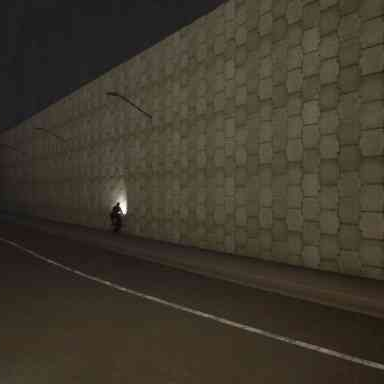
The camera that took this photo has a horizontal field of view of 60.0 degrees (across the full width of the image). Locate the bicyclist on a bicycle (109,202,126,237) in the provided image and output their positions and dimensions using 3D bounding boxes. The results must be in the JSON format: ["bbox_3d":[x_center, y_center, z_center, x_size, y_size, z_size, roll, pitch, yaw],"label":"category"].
[{"bbox_3d":[-3.628,1.324,16.220,0.582,1.620,1.656,0,6,18],"label":"bicyclist on a bicycle"}]
